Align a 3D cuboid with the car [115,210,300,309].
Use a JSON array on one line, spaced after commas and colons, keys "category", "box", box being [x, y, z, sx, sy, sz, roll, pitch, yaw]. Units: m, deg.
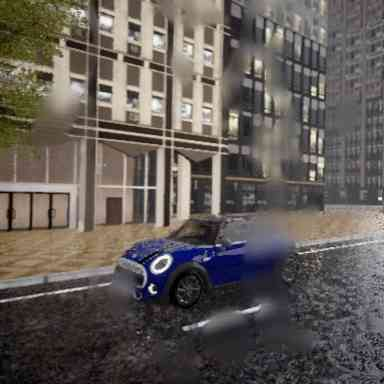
[{"category": "car", "box": [0.496, 1.365, 8.023, 4.553, 1.767, 2.097, 0, 0, -35]}]
